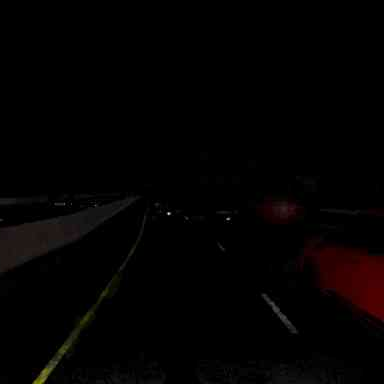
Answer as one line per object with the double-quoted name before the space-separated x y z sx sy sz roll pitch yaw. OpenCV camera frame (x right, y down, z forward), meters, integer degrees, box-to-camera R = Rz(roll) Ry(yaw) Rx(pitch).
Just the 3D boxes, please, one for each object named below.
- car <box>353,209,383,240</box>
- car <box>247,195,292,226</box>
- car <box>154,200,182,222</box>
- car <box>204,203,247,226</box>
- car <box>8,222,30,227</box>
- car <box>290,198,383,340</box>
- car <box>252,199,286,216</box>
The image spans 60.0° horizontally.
"car" 9.801 1.583 15.668 1.895 1.301 4.718 0 0 -5
"car" 5.479 1.209 23.517 2.150 2.045 5.566 0 0 -7
"car" -1.925 1.562 26.418 1.994 1.385 4.181 0 0 -7
"car" 1.980 1.484 23.188 2.128 1.511 4.902 0 0 -6
"car" -12.135 1.562 22.000 2.033 1.411 5.357 0 0 -7
"car" 3.445 1.215 4.838 2.150 2.045 5.566 0 0 -2
"car" 7.756 1.487 33.972 1.837 1.490 4.892 0 0 -7
